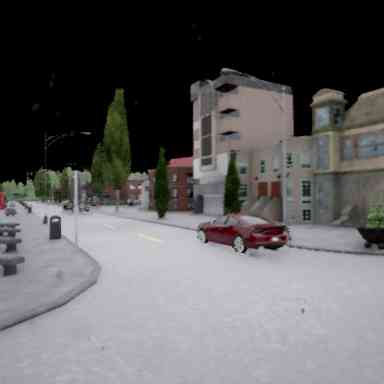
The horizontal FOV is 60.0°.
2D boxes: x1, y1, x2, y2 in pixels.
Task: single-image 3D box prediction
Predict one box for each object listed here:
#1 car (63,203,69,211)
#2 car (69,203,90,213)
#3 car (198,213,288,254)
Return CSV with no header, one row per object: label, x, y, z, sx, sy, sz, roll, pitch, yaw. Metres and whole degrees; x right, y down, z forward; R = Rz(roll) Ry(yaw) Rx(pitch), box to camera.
car,-21.404,2.565,58.622,1.994,1.385,4.181,0,-1,-28
car,-16.713,2.441,49.800,1.895,1.301,4.718,0,-1,-28
car,2.019,1.676,14.747,1.882,1.535,5.008,0,-1,-27
